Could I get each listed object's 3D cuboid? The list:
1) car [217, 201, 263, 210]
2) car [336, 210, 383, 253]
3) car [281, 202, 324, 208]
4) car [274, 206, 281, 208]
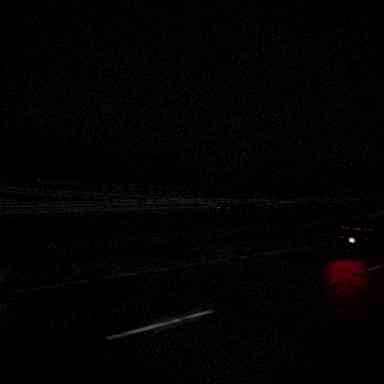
[{"bbox_3d":[4.769,1.615,33.187,4.718,1.301,1.895,0,0,-35],"label":"car"},{"bbox_3d":[7.853,1.516,13.647,4.892,1.490,1.837,0,0,-35],"label":"car"},{"bbox_3d":[9.954,1.579,28.287,4.181,1.385,1.994,0,0,-35],"label":"car"},{"bbox_3d":[10.164,1.616,32.736,4.718,1.301,1.895,0,0,-35],"label":"car"}]
